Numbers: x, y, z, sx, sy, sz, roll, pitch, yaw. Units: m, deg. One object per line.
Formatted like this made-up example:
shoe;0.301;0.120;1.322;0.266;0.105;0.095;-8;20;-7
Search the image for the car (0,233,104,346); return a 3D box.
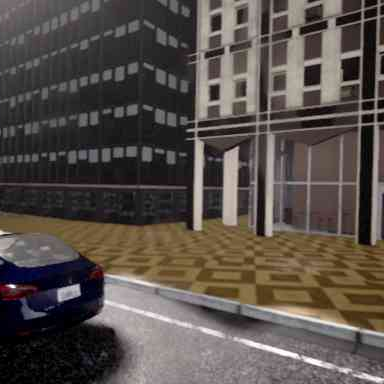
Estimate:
car;-3.688;1.510;6.192;4.792;1.488;2.163;0;0;35
